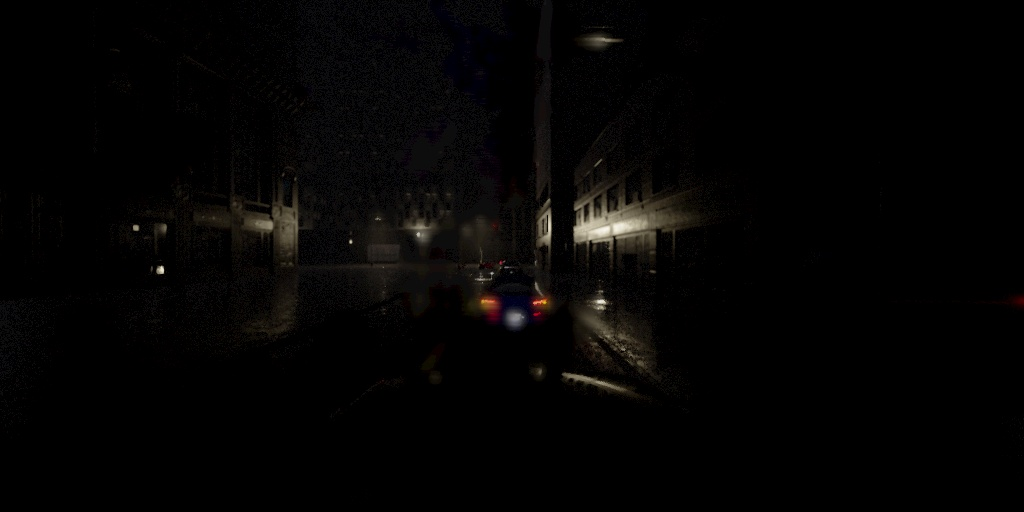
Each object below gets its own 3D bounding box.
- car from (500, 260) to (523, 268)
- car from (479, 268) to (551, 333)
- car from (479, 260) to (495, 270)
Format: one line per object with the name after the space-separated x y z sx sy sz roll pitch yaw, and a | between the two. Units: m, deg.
-0.041 1.119 31.517 2.128 1.511 4.902 0 0 0 | car
0.062 1.240 10.499 1.812 1.442 4.674 0 0 -1 | car
-3.237 1.165 46.983 1.895 1.301 4.718 0 0 0 | car
